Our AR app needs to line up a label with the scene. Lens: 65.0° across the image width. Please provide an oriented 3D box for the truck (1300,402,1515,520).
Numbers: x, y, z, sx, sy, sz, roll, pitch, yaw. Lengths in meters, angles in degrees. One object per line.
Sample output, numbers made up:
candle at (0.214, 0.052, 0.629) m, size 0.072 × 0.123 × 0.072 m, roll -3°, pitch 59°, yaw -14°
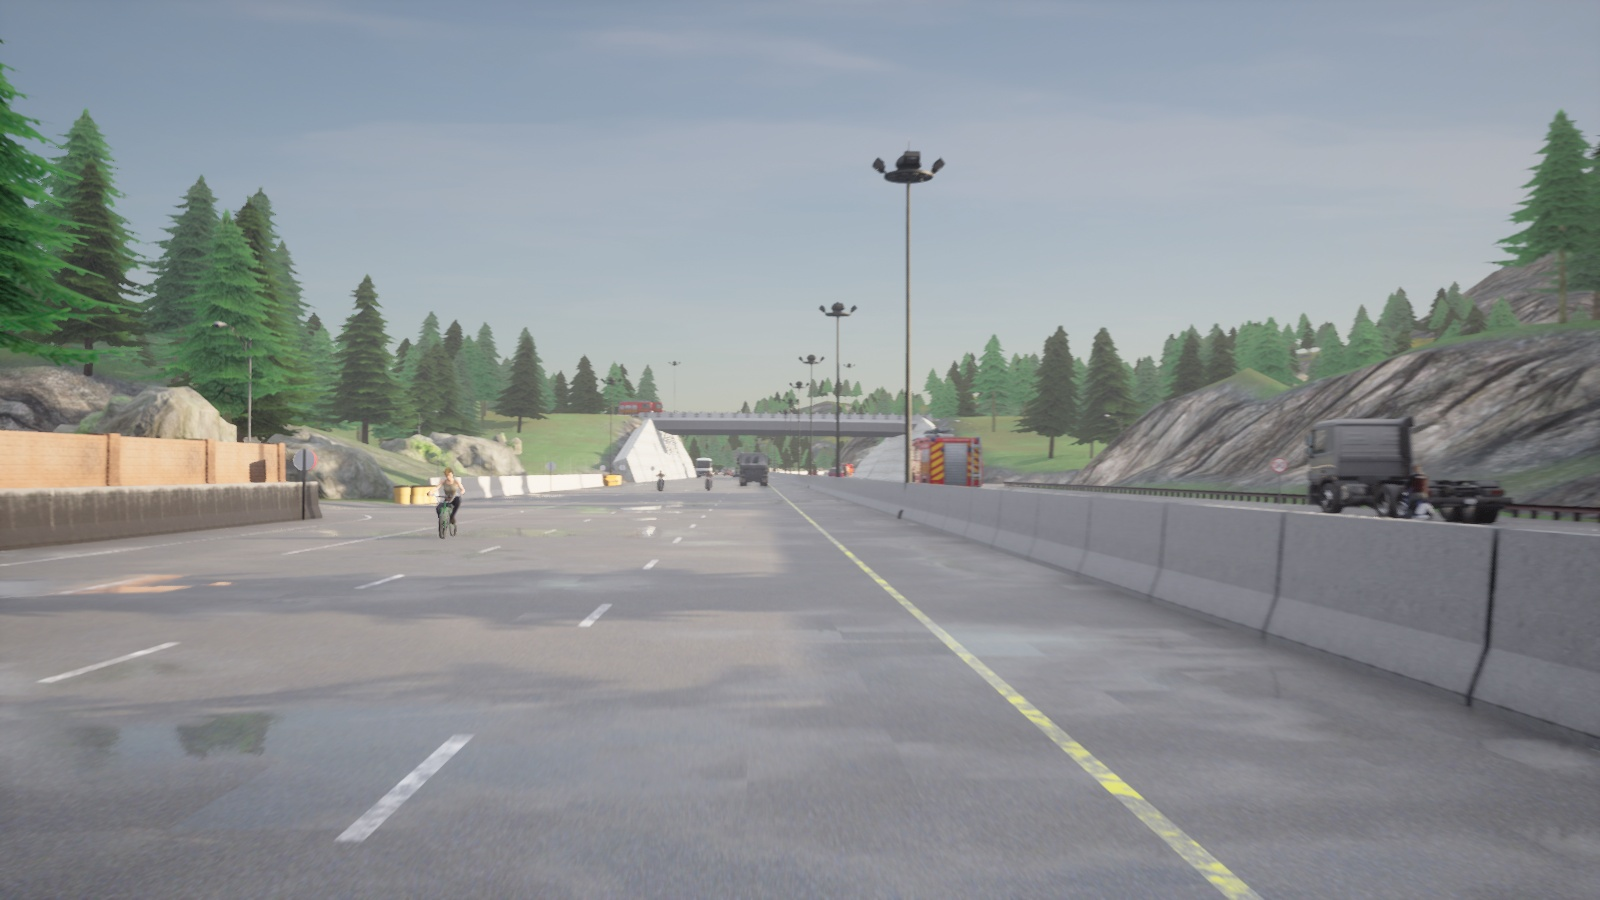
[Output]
truck at (19.514, 0.394, 41.019) m, size 2.891 × 3.462 × 7.936 m, roll 0°, pitch -1°, yaw -2°

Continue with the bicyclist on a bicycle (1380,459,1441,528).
bicyclist on a bicycle at (16.298, 1.143, 33.594) m, size 0.659 × 1.776 × 1.843 m, roll 0°, pitch -1°, yaw -2°

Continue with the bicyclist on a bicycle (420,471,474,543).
bicyclist on a bicycle at (-8.037, 1.278, 28.676) m, size 0.866 × 1.612 × 1.509 m, roll 0°, pitch -1°, yaw -2°

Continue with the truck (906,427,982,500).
truck at (7.907, 0.766, 70.035) m, size 2.891 × 3.827 × 8.468 m, roll 0°, pitch -1°, yaw -2°
